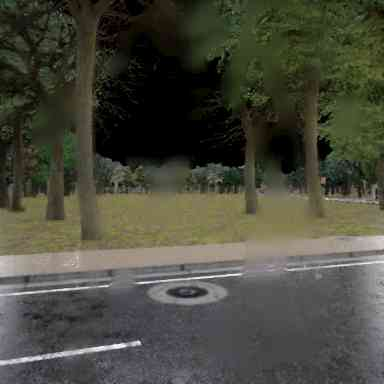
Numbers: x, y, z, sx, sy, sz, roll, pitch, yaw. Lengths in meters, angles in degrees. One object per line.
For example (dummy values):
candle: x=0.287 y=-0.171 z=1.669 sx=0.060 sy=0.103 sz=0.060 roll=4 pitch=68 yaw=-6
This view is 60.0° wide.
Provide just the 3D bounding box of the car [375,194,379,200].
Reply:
car: x=45.225 y=1.240 z=80.036 sx=1.994 sy=1.385 sz=4.181 roll=0 pitch=0 yaw=5
